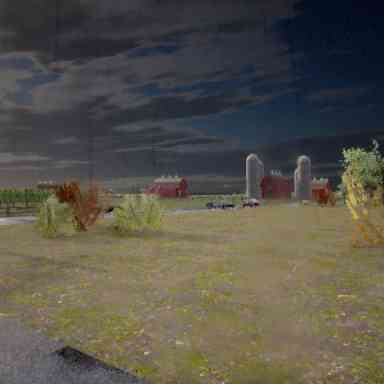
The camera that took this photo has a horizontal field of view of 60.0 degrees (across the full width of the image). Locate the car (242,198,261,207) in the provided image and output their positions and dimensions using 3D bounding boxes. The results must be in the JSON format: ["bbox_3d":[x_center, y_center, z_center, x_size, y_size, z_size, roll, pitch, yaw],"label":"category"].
[{"bbox_3d":[11.417,1.989,63.318,2.097,1.767,4.553,-1,-1,36],"label":"car"}]

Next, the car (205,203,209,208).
[{"bbox_3d":[4.462,2.167,59.688,2.033,1.411,5.357,-1,-1,36],"label":"car"}]

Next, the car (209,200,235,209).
[{"bbox_3d":[5.409,2.014,54.916,2.128,1.511,4.902,-1,-1,36],"label":"car"}]

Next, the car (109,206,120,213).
[{"bbox_3d":[-10.763,1.938,38.751,1.895,1.301,4.718,-1,-1,36],"label":"car"}]
